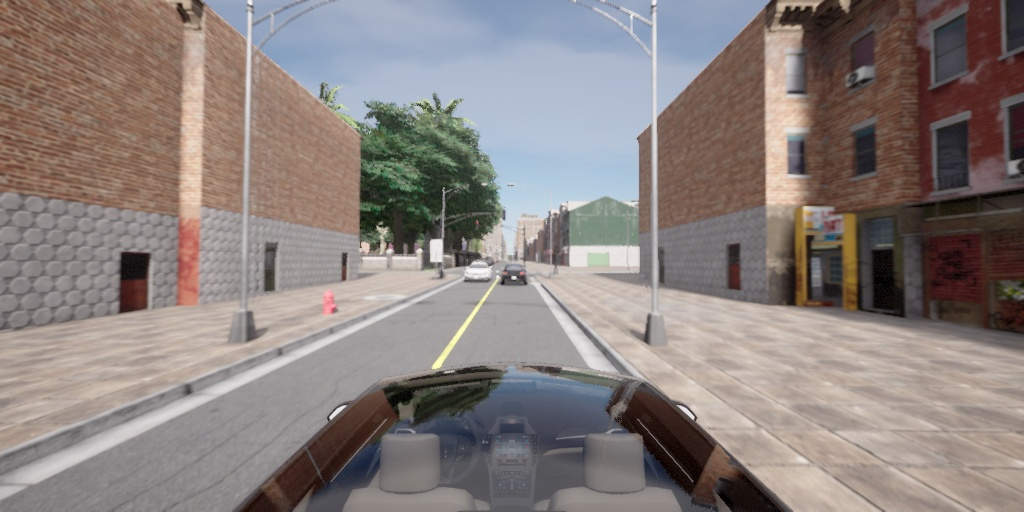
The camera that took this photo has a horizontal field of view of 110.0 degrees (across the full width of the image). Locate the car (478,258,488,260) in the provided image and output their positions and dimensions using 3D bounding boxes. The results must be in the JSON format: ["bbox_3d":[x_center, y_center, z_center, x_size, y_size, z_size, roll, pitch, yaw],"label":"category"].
[{"bbox_3d":[-5.225,1.256,54.619,2.007,1.370,4.403,0,0,0],"label":"car"}]

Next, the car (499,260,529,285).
[{"bbox_3d":[0.158,1.260,25.728,1.812,1.442,4.674,0,0,1],"label":"car"}]

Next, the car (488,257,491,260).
[{"bbox_3d":[-5.213,1.261,61.754,2.007,1.370,4.403,0,0,0],"label":"car"}]

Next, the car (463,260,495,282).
[{"bbox_3d":[-2.600,1.244,28.356,1.812,1.442,4.674,0,0,0],"label":"car"}]
